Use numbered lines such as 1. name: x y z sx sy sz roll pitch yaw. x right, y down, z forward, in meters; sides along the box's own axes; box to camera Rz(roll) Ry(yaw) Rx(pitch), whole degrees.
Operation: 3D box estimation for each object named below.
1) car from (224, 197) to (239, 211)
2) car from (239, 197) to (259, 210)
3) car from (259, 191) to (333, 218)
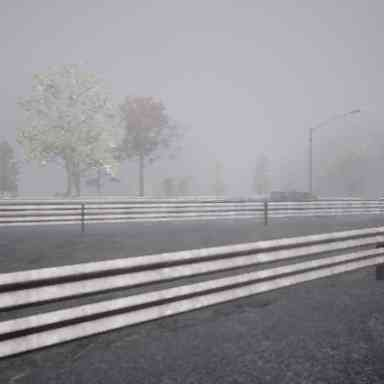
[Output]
1. car: 5.421 1.189 32.636 4.902 1.511 2.128 0 0 -23
2. car: 6.956 1.197 29.483 4.892 1.490 1.837 0 0 -23
3. car: 8.508 0.913 26.354 5.566 2.045 2.150 0 0 -23
